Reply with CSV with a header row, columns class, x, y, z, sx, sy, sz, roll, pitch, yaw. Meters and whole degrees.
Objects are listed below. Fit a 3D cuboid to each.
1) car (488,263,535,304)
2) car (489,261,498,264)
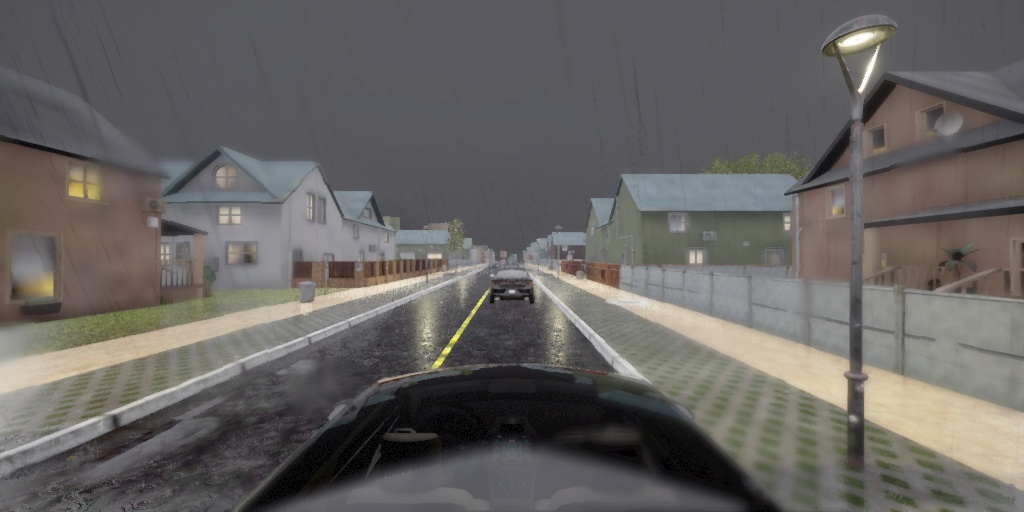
class,x,y,z,sx,sy,sz,roll,pitch,yaw
car,0.000,1.248,16.503,1.882,1.535,5.008,0,0,0
car,-2.750,1.502,57.509,1.994,1.385,4.181,0,0,0
